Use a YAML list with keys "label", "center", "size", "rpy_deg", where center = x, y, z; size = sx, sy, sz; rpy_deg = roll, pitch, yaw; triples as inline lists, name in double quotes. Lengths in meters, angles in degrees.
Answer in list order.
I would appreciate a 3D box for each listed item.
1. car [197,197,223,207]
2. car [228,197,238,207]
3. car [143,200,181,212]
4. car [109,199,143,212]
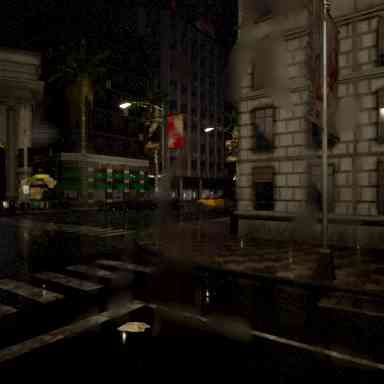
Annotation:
- label: "car"
  center: [2.829, 1.476, 51.664]
  size: [1.882, 1.535, 5.008]
  rpy_deg: [0, 0, 43]
- label: "car"
  center: [7.547, 1.525, 51.556]
  size: [4.674, 1.442, 1.812]
  rpy_deg: [0, 0, -43]
- label: "car"
  center: [-3.142, 1.562, 38.323]
  size: [1.994, 1.385, 4.181]
  rpy_deg: [0, 0, 36]
- label: "car"
  center: [-7.082, 1.546, 38.899]
  size: [2.033, 1.411, 5.357]
  rpy_deg: [0, 0, 36]
